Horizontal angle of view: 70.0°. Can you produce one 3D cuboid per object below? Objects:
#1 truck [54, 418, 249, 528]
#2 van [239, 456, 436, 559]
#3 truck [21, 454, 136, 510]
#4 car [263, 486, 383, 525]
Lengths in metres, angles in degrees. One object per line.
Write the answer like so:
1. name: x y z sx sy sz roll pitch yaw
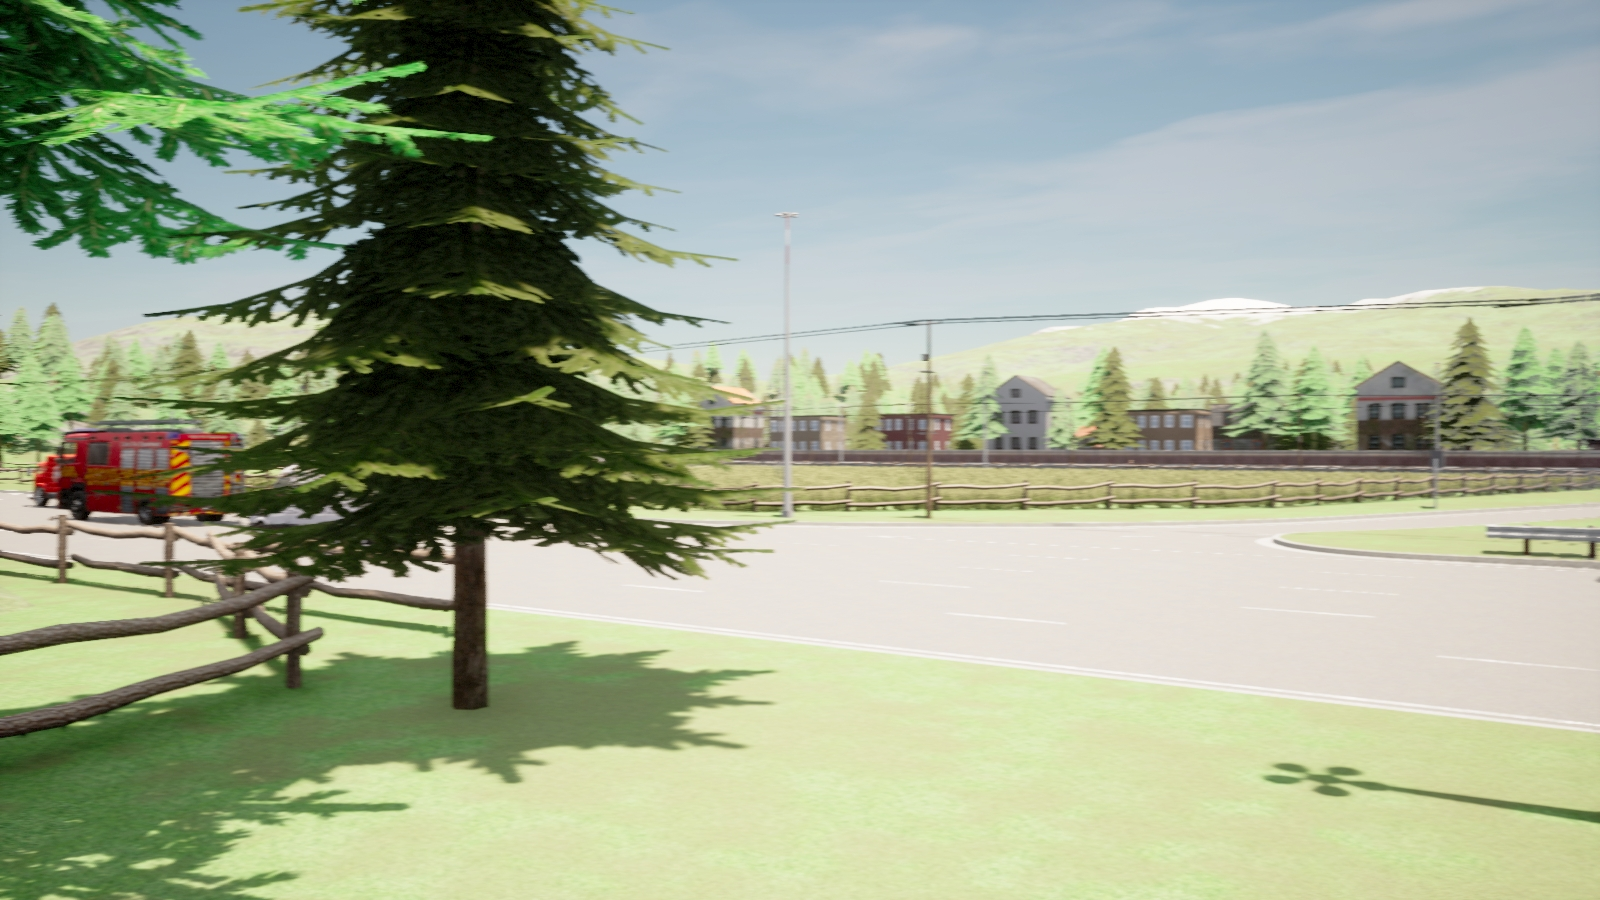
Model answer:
1. truck: -24.763 0.800 43.447 8.468 3.827 2.891 0 0 33
2. van: -12.800 1.472 31.461 5.915 2.561 1.988 0 0 33
3. truck: -33.813 1.455 53.528 5.204 2.467 2.627 0 0 33
4. car: -18.126 2.069 43.320 4.718 1.301 1.895 0 0 33
